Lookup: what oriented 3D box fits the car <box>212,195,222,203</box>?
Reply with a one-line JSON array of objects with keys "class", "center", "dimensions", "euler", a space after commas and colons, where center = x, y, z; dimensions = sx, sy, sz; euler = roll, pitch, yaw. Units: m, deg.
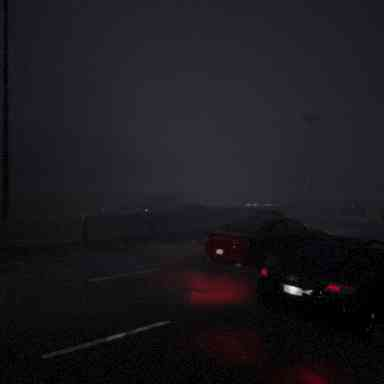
[{"class": "car", "center": [5.554, 1.500, 75.033], "dimensions": [2.097, 1.767, 4.553], "euler": [0, 0, 1]}]

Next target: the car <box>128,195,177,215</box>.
[{"class": "car", "center": [-3.641, 1.324, 35.029], "dimensions": [2.150, 2.045, 5.566], "euler": [0, 0, 37]}]

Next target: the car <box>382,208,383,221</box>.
[{"class": "car", "center": [16.613, 1.601, 27.129], "dimensions": [2.033, 1.411, 5.357], "euler": [0, 0, 33]}]

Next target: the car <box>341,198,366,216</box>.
[{"class": "car", "center": [16.682, 1.426, 34.228], "dimensions": [2.097, 1.767, 4.553], "euler": [0, 0, 29]}]

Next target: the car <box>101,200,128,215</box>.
[{"class": "car", "center": [-7.515, 1.603, 35.804], "dimensions": [2.128, 1.511, 4.902], "euler": [0, 0, 38]}]

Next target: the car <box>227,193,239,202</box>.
[{"class": "car", "center": [9.081, 1.206, 73.743], "dimensions": [2.150, 2.045, 5.566], "euler": [0, 0, 1]}]

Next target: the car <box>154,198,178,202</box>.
[{"class": "car", "center": [-1.235, 1.619, 32.521], "dimensions": [1.812, 1.442, 4.674], "euler": [0, 0, 37]}]

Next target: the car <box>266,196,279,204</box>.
[{"class": "car", "center": [15.715, 1.515, 65.117], "dimensions": [2.097, 1.767, 4.553], "euler": [0, 0, 7]}]

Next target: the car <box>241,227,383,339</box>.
[{"class": "car", "center": [3.189, 1.579, 6.738], "dimensions": [4.181, 1.385, 1.994], "euler": [0, 0, -40]}]

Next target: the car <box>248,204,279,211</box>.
[{"class": "car", "center": [3.687, 1.568, 16.712], "dimensions": [1.812, 1.442, 4.674], "euler": [0, 0, 45]}]

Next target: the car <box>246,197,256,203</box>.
[{"class": "car", "center": [12.589, 1.755, 71.177], "dimensions": [1.895, 1.301, 4.718], "euler": [0, 0, 4]}]

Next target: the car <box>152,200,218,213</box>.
[{"class": "car", "center": [-0.450, 1.627, 27.828], "dimensions": [2.033, 1.411, 5.357], "euler": [0, 0, 40]}]

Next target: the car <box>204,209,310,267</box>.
[{"class": "car", "center": [2.610, 1.505, 10.863], "dimensions": [5.008, 1.535, 1.882], "euler": [0, 0, -42]}]
